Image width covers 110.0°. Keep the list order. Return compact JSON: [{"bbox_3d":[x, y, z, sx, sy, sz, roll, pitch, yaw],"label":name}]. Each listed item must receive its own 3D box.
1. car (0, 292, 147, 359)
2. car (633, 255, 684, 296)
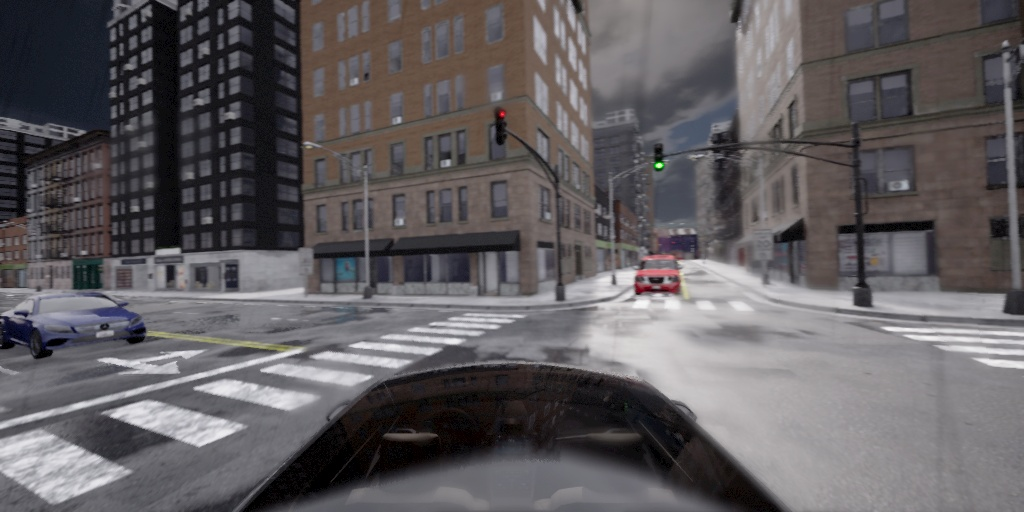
[{"bbox_3d":[-12.117,1.735,9.839,4.674,1.442,1.812,-2,-1,26],"label":"car"},{"bbox_3d":[7.840,1.020,19.173,2.150,2.045,5.566,-2,1,25],"label":"car"}]
